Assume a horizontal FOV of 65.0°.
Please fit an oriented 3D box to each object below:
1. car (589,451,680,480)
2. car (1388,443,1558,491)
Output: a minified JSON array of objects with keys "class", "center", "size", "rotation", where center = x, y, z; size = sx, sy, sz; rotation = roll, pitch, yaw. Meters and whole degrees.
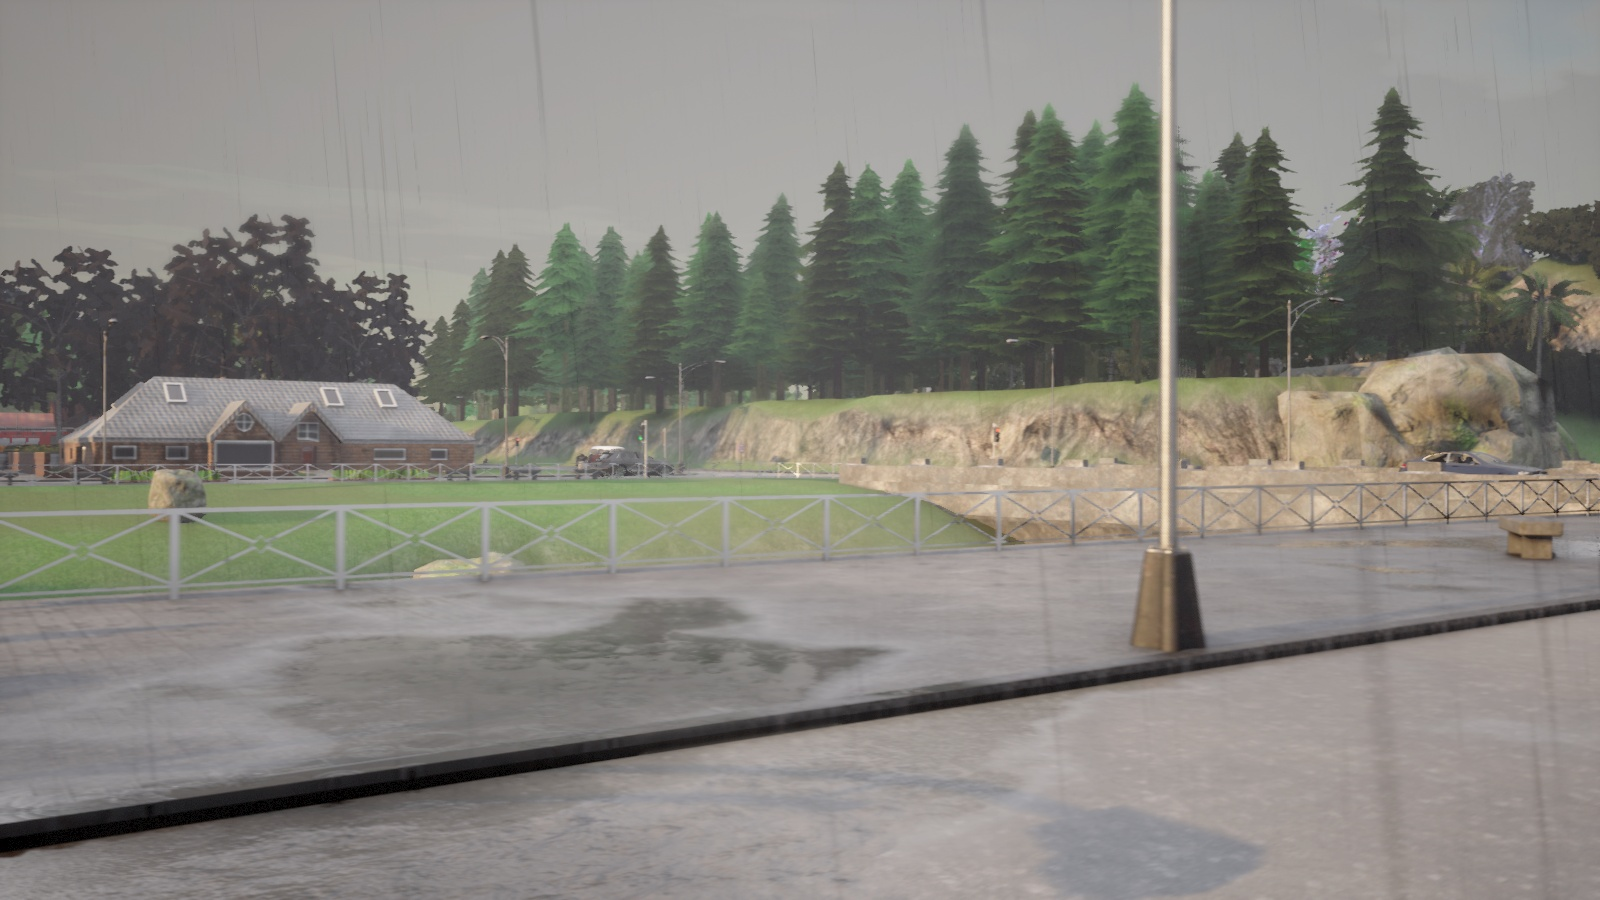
[{"class":"car","center":[-9.553,0.873,72.731],"size":[4.856,1.649,2.033],"rotation":[0,0,-35]},{"class":"car","center":[24.436,0.584,45.755],"size":[2.152,1.651,5.027],"rotation":[0,0,-35]}]
